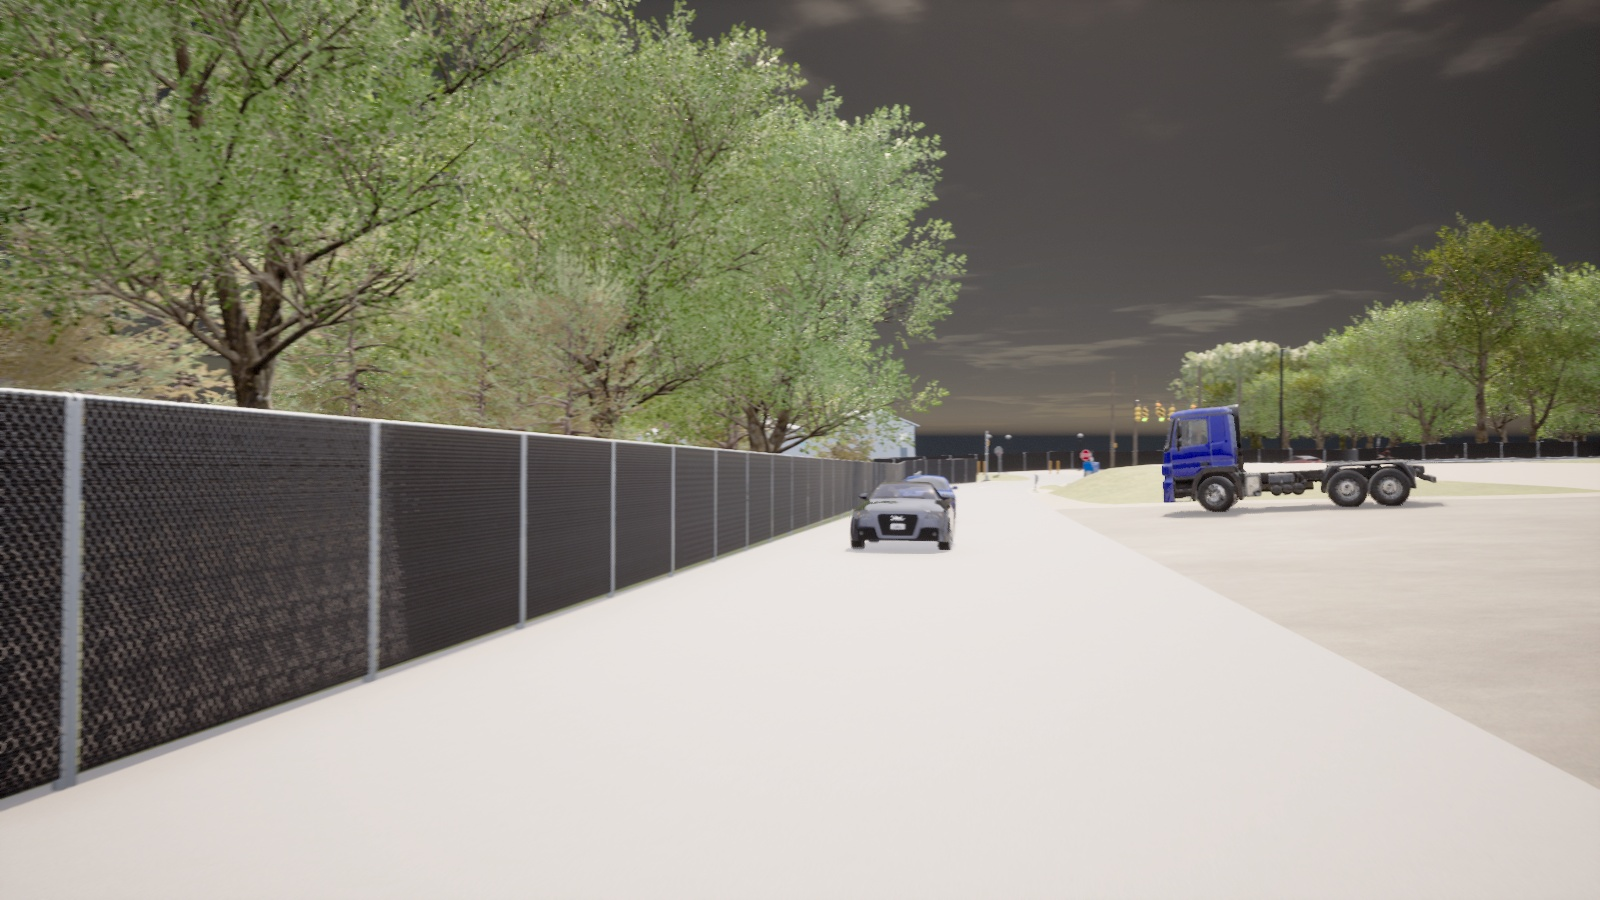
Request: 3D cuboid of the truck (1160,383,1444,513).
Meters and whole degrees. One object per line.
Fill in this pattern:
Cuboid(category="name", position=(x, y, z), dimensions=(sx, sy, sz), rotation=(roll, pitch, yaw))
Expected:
Cuboid(category="truck", position=(15.904, -0.010, 40.147), dimensions=(7.936, 3.462, 2.891), rotation=(-4, -1, 23))

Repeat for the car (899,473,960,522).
Cuboid(category="car", position=(4.317, 1.557, 42.392), dimensions=(1.882, 1.535, 5.008), rotation=(0, -1, 4))

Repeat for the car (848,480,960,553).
Cuboid(category="car", position=(2.274, 1.339, 26.500), dimensions=(1.994, 1.385, 4.181), rotation=(0, -1, 10))
